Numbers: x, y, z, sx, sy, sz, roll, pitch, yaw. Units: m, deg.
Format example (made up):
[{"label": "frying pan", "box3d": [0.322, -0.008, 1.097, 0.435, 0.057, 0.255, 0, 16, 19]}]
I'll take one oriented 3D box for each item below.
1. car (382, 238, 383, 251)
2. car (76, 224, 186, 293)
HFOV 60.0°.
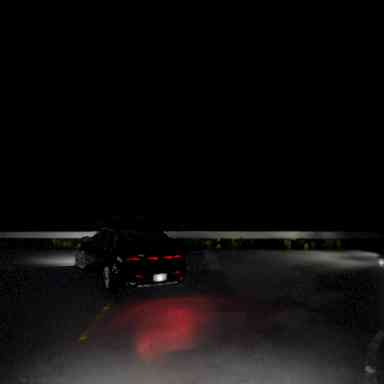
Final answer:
[{"label": "car", "box3d": [9.832, 1.628, 12.667, 4.553, 1.767, 2.097, 0, -1, 0]}, {"label": "car", "box3d": [-1.906, 1.687, 9.536, 1.837, 1.490, 4.892, 2, -2, -30]}]
